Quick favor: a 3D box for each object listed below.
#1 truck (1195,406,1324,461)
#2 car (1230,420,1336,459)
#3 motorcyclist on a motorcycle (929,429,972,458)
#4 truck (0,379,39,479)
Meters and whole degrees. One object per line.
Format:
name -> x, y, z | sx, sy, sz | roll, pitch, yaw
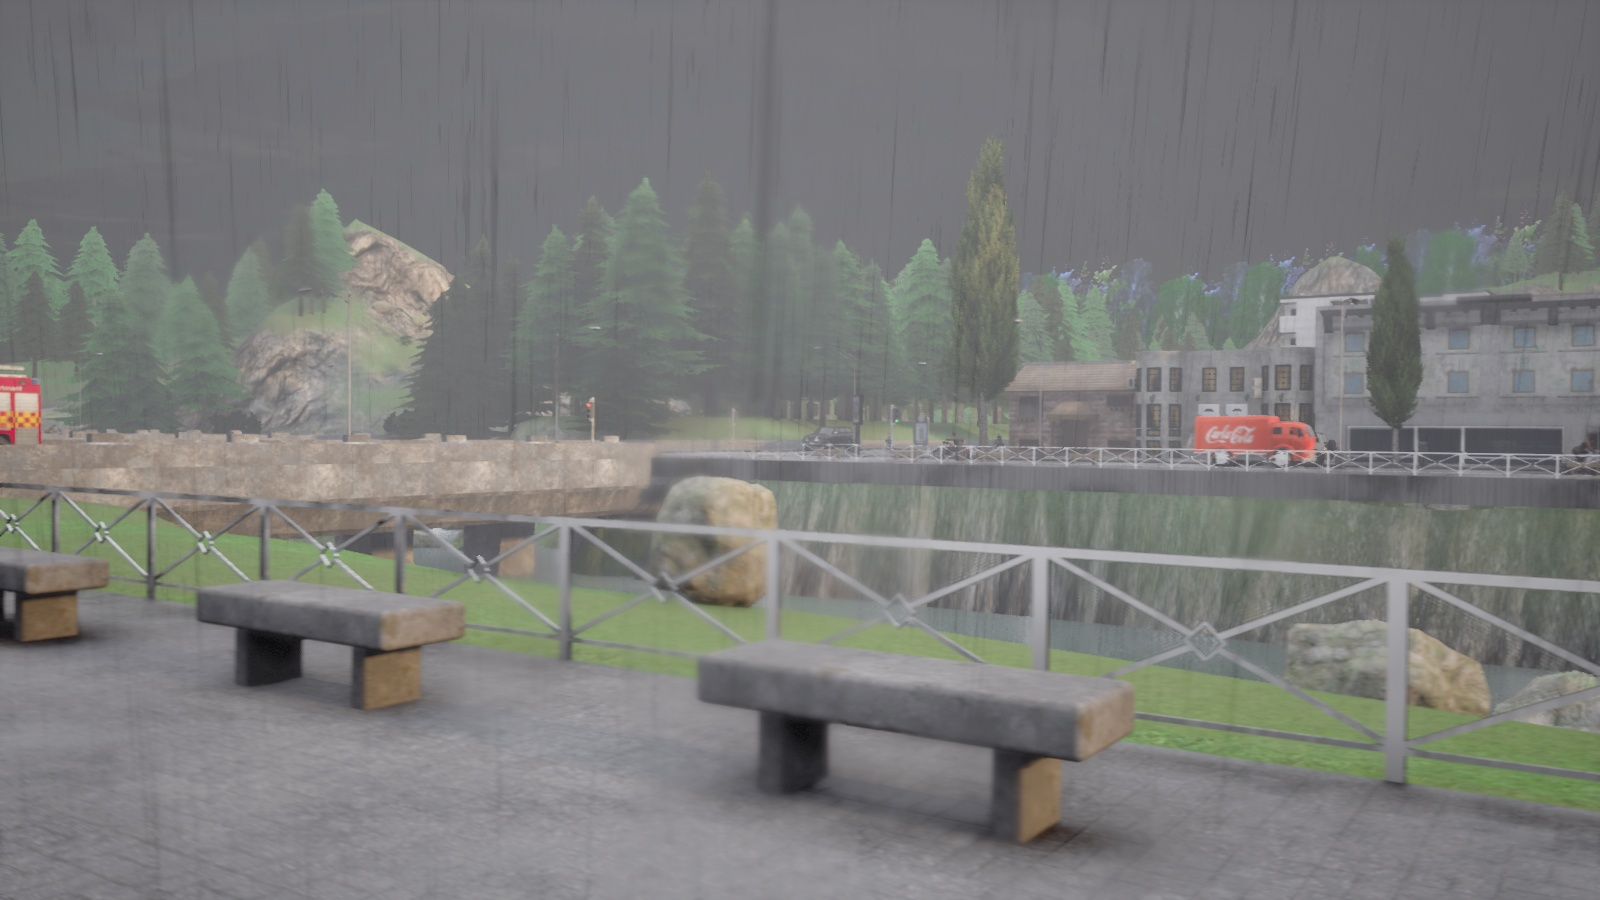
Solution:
truck -> 21.593, -0.758, 59.078 | 5.204, 2.467, 2.627 | 0, 1, 34
car -> 23.953, -0.519, 62.317 | 4.605, 1.855, 1.932 | 0, 1, 34
motorcyclist on a motorcycle -> 8.688, -0.386, 72.454 | 2.350, 1.649, 0.766 | 0, 1, 34
truck -> -33.415, -0.766, 46.483 | 2.891, 3.827, 8.468 | 0, 1, 34
